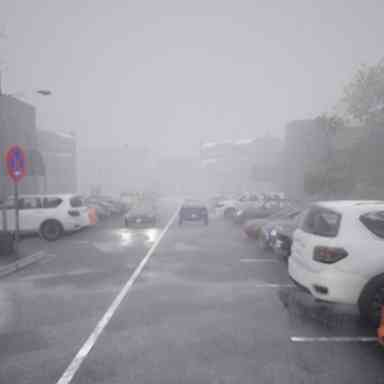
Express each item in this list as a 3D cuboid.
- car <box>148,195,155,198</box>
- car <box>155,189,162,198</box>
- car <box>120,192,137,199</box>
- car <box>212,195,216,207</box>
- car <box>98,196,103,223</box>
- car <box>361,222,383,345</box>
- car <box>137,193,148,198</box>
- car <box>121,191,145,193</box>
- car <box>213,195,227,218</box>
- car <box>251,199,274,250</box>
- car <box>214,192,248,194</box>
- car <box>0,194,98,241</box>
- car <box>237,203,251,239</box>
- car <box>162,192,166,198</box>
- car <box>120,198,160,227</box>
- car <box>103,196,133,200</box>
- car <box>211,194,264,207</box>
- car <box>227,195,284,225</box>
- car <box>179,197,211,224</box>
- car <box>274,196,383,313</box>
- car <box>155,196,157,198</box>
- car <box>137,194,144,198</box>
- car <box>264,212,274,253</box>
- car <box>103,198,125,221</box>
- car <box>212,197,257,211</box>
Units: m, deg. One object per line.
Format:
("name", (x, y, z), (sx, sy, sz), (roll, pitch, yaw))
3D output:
("car", (-7.496, 1.213, 39.184), (5.366, 1.575, 1.946), (0, 0, 0))
("car", (-7.653, 0.832, 47.895), (5.566, 2.045, 2.435), (0, 1, 0))
("car", (-7.713, 1.150, 30.368), (4.553, 1.767, 2.185), (0, 0, 0))
("car", (4.655, 1.269, 31.390), (4.892, 1.521, 2.231), (0, 0, 0))
("car", (-7.650, 1.230, 18.490), (4.553, 1.767, 2.185), (0, 0, 0))
("car", (4.618, 1.330, 3.453), (4.553, 1.767, 2.185), (0, 0, 0))
("car", (-7.867, 1.233, 36.244), (5.366, 1.575, 1.946), (0, 0, 0))
("car", (-7.651, 1.066, 42.125), (4.553, 1.767, 2.185), (0, 1, 0))
("car", (4.643, 1.287, 28.597), (5.008, 1.535, 2.097), (0, 0, 0))
("car", (4.681, 1.274, 11.834), (4.553, 1.767, 2.185), (0, 0, 0))
("car", (4.642, 1.142, 45.370), (4.892, 1.521, 2.231), (0, 2, 0))
("car", (-7.709, 1.123, 15.676), (5.566, 2.045, 2.435), (0, 0, 0))
("car", (4.619, 1.410, 14.631), (4.792, 1.488, 2.163), (0, 0, 0))
("car", (-6.824, 0.198, 63.731), (2.097, 1.767, 4.553), (-3, 5, -36))
("car", (-3.089, 1.381, 21.498), (1.812, 1.442, 4.674), (0, 0, 0))
("car", (-7.710, 1.325, 27.431), (4.792, 1.488, 2.163), (0, 0, 0))
("car", (4.642, 1.249, 34.308), (4.892, 1.521, 2.231), (0, 0, 0))
("car", (4.680, 1.217, 20.340), (4.553, 1.767, 2.185), (0, 0, 0))
("car", (0.100, 1.322, 23.105), (1.882, 1.535, 5.008), (0, 0, 0))
("car", (4.677, 1.186, 6.247), (5.566, 2.045, 2.435), (0, 0, 0))
("car", (-7.687, 1.150, 44.956), (5.008, 1.535, 2.097), (0, 1, 0))
("car", (-7.688, 1.258, 33.182), (4.892, 1.521, 2.231), (0, 0, 0))
("car", (4.679, 1.448, 9.041), (4.792, 1.488, 2.163), (0, 0, 0))
("car", (-7.678, 1.355, 24.492), (4.674, 1.452, 2.002), (0, 0, 0))
("car", (4.650, 1.270, 36.978), (4.674, 1.452, 2.002), (0, 0, 0))
